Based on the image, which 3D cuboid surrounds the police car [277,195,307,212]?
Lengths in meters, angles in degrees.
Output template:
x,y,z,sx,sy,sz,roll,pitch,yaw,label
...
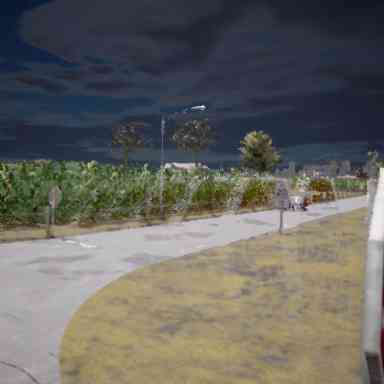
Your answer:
x,y,z,sx,sy,sz,roll,pitch,yaw,label
10.488,1.115,34.935,1.930,1.638,5.238,3,2,36,police car
